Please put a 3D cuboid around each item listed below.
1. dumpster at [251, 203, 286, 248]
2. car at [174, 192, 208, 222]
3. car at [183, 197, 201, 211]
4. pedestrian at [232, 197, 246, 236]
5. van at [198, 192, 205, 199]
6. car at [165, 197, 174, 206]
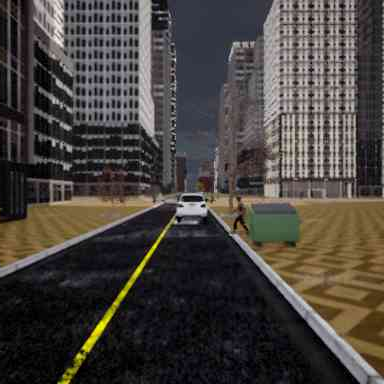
[{"bbox_3d":[3.133,1.335,13.900,1.020,1.700,1.940,0,0,0],"label":"dumpster"},{"bbox_3d":[0.018,1.110,25.215,2.150,2.045,5.566,0,0,0],"label":"car"},{"bbox_3d":[0.048,1.373,39.615,2.033,1.411,5.357,0,0,0],"label":"car"},{"bbox_3d":[2.168,1.075,15.339,0.375,1.860,0.375,0,0,-1],"label":"pedestrian"},{"bbox_3d":[2.681,0.914,94.423,1.690,1.788,3.998,0,0,0],"label":"van"},{"bbox_3d":[-3.062,1.376,50.843,1.895,1.301,4.718,0,0,0],"label":"car"}]
